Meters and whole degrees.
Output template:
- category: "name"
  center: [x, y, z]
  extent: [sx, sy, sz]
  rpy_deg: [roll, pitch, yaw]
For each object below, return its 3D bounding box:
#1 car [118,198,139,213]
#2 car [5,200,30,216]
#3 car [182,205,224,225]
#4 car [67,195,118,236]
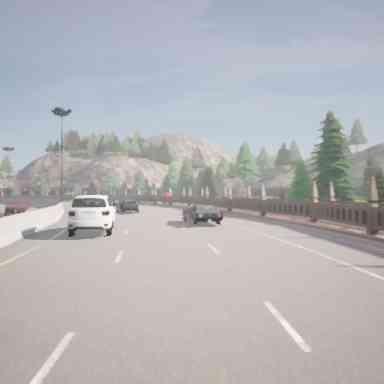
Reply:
- category: "car"
  center: [-7.082, 1.449, 36.239]
  extent: [2.128, 1.511, 4.902]
  rpy_deg: [0, 0, -21]
- category: "car"
  center: [-17.358, 1.505, 33.270]
  extent: [1.882, 1.535, 5.008]
  rpy_deg: [0, 0, -22]
- category: "car"
  center: [0.625, 1.535, 23.357]
  extent: [1.895, 1.301, 4.718]
  rpy_deg: [0, 0, -13]
- category: "car"
  center: [-5.430, 1.196, 18.428]
  extent: [2.150, 2.045, 5.566]
  rpy_deg: [0, 0, -11]
